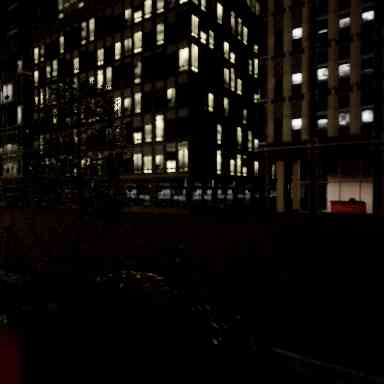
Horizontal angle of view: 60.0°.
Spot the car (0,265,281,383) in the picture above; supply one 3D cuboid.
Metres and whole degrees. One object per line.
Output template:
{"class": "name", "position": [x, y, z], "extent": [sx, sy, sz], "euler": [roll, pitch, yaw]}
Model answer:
{"class": "car", "position": [-1.298, 1.546, 3.794], "extent": [4.507, 1.381, 1.887], "euler": [0, 0, 35]}
